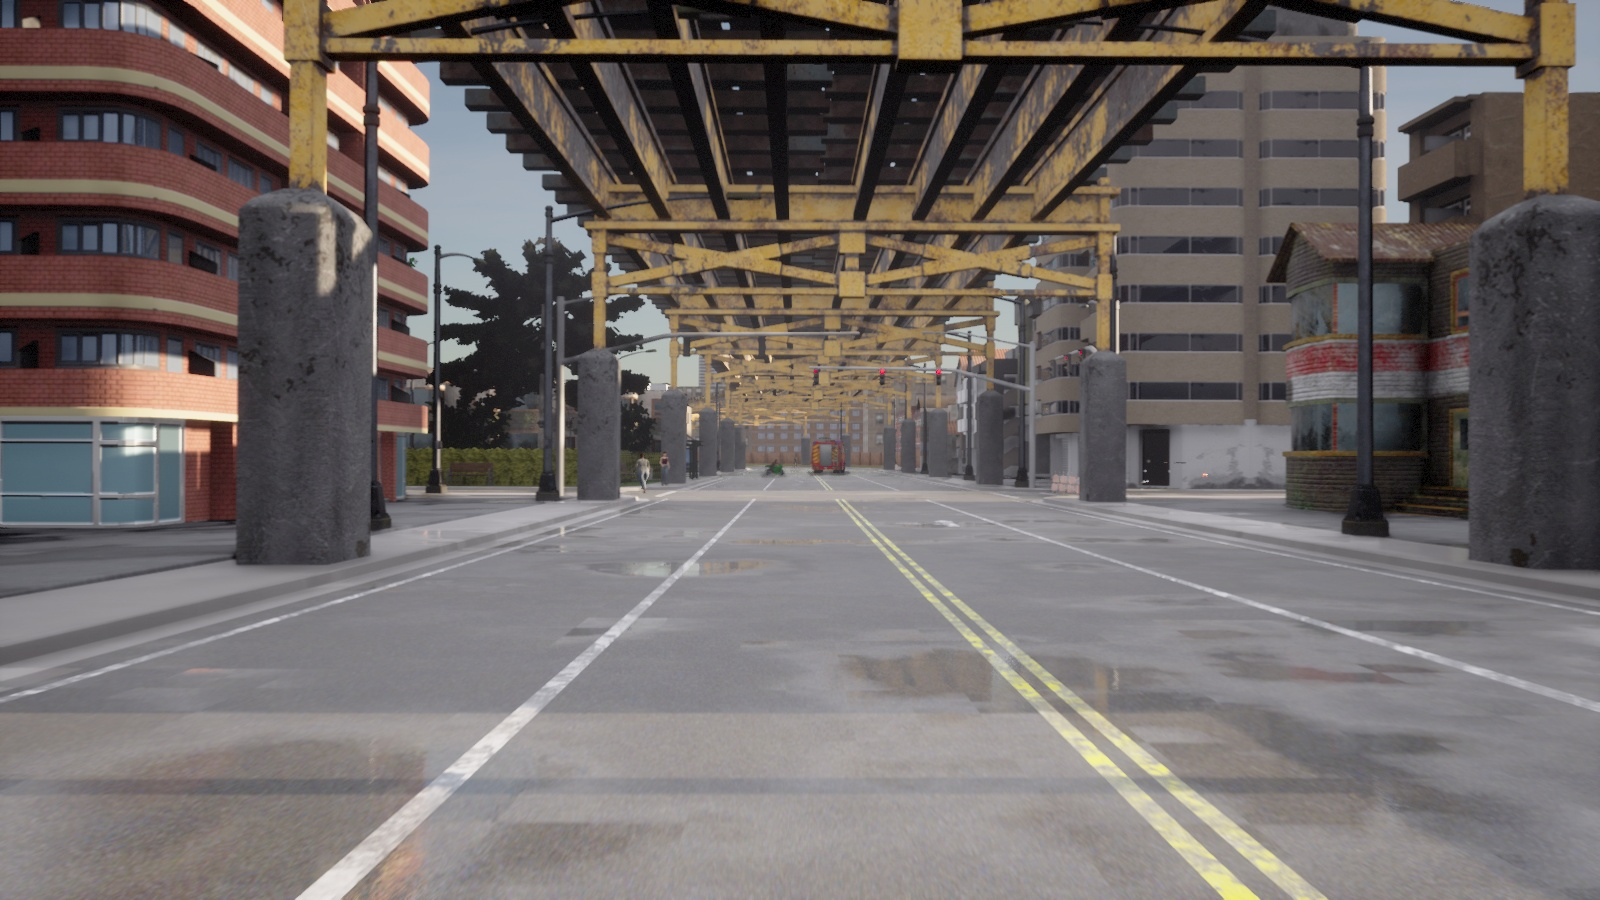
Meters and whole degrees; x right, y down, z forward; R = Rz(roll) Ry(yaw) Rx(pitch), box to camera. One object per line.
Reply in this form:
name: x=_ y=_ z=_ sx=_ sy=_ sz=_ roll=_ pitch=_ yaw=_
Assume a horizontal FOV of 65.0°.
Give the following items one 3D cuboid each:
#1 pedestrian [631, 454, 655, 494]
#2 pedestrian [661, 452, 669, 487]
pedestrian: x=-7.211 y=1.095 z=57.788 sx=0.874 sy=1.855 sz=0.900 roll=0 pitch=0 yaw=-23
pedestrian: x=-7.178 y=1.030 z=66.925 sx=0.345 sy=1.836 sz=0.594 roll=0 pitch=0 yaw=-15
